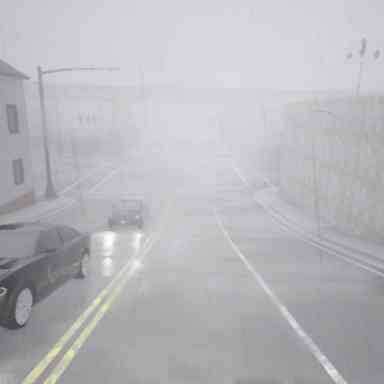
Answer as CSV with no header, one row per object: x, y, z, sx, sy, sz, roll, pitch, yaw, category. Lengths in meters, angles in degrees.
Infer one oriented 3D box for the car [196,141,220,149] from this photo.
3.202,-9.390,66.356,4.536,1.218,1.853,8,16,28,car

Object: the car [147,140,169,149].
-6.768,-9.358,65.617,4.536,1.218,1.853,14,19,42,car

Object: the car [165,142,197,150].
-2.126,-9.127,65.617,4.974,1.542,2.038,-9,17,-35,car

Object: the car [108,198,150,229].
-3.570,1.135,19.528,1.812,1.442,4.674,1,4,0,car

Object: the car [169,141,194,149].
-2.081,-9.286,65.610,4.536,1.218,1.853,-9,17,-35,car

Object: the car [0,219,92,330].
-3.608,1.404,6.958,1.882,1.535,5.008,0,0,0,car

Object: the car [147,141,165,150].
-6.733,-9.196,65.620,4.974,1.542,2.038,14,19,42,car

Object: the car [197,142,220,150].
3.246,-9.231,66.369,4.974,1.542,2.038,8,16,28,car
